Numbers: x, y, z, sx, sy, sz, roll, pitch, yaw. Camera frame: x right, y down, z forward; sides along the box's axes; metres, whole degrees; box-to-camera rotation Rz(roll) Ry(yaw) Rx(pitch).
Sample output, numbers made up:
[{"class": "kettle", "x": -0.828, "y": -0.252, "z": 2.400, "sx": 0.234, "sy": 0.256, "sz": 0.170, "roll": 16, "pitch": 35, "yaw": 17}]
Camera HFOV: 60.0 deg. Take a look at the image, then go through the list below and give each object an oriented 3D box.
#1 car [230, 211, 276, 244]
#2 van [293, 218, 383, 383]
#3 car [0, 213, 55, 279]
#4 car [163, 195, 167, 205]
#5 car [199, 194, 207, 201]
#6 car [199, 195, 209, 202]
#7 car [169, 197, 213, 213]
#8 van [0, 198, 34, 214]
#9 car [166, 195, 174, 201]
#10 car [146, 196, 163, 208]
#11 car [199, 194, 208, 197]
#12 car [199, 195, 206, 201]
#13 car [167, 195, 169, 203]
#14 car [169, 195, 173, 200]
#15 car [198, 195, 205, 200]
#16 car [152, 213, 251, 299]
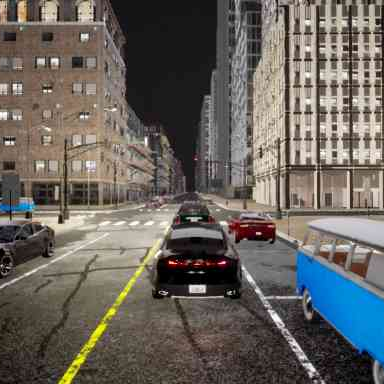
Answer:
[{"class": "car", "x": 2.698, "y": 1.545, "z": 15.706, "sx": 1.887, "sy": 1.381, "sz": 4.507, "roll": 1, "pitch": 0, "yaw": 0}, {"class": "van", "x": 2.701, "y": 1.342, "z": 4.553, "sx": 1.690, "sy": 1.788, "sz": 3.998, "roll": 1, "pitch": 0, "yaw": 0}, {"class": "car", "x": -5.683, "y": 1.567, "z": 10.135, "sx": 1.947, "sy": 1.339, "sz": 4.313, "roll": 1, "pitch": 0, "yaw": 0}, {"class": "car", "x": -5.679, "y": 1.426, "z": 53.803, "sx": 1.967, "sy": 1.590, "sz": 4.097, "roll": 1, "pitch": 0, "yaw": 0}, {"class": "car", "x": 2.701, "y": 1.396, "z": 82.059, "sx": 1.967, "sy": 1.590, "sz": 4.097, "roll": 1, "pitch": 0, "yaw": 0}, {"class": "car", "x": 2.700, "y": 1.513, "z": 76.406, "sx": 2.008, "sy": 1.369, "sz": 4.403, "roll": 1, "pitch": 0, "yaw": 0}, {"class": "car", "x": 0.070, "y": 1.352, "z": 17.526, "sx": 2.097, "sy": 1.767, "sz": 4.553, "roll": 0, "pitch": 0, "yaw": -1}, {"class": "van", "x": -19.737, "y": 1.525, "z": 37.021, "sx": 3.998, "sy": 1.788, "sz": 1.690, "roll": 0, "pitch": 0, "yaw": 1}, {"class": "car", "x": -5.680, "y": 1.475, "z": 87.542, "sx": 1.752, "sy": 1.417, "sz": 4.829, "roll": 1, "pitch": 0, "yaw": 0}, {"class": "car", "x": -5.682, "y": 1.573, "z": 48.150, "sx": 1.802, "sy": 1.307, "sz": 4.206, "roll": 1, "pitch": 0, "yaw": 0}, {"class": "car", "x": 2.700, "y": 1.531, "z": 59.453, "sx": 2.008, "sy": 1.369, "sz": 4.403, "roll": 1, "pitch": 0, "yaw": 0}, {"class": "car", "x": 2.700, "y": 1.474, "z": 87.880, "sx": 1.752, "sy": 1.417, "sz": 4.829, "roll": 1, "pitch": 0, "yaw": 0}, {"class": "car", "x": -5.681, "y": 1.562, "z": 59.454, "sx": 1.802, "sy": 1.307, "sz": 4.206, "roll": 1, "pitch": 0, "yaw": 0}, {"class": "car", "x": -5.681, "y": 1.519, "z": 70.756, "sx": 2.008, "sy": 1.369, "sz": 4.403, "roll": 1, "pitch": 0, "yaw": 0}, {"class": "car", "x": 2.699, "y": 1.524, "z": 93.362, "sx": 1.802, "sy": 1.307, "sz": 4.206, "roll": 1, "pitch": 0, "yaw": 0}, {"class": "car", "x": 0.100, "y": 1.506, "z": 8.433, "sx": 1.837, "sy": 1.490, "sz": 4.892, "roll": 0, "pitch": 0, "yaw": 0}]
